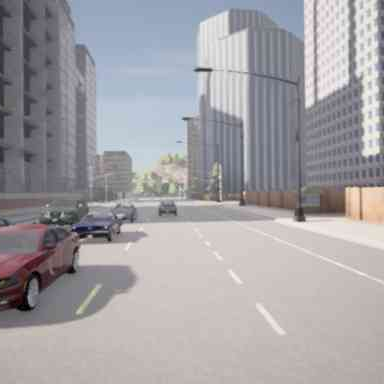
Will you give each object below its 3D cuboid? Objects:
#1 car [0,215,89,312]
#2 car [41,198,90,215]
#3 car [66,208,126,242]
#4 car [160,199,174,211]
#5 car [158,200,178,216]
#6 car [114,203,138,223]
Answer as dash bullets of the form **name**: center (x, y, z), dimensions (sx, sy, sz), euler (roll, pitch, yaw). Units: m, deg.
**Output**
- **car**: center (-4.148, 1.566, 8.073), dimensions (1.882, 1.535, 5.008), euler (-1, 0, -4)
- **car**: center (-8.836, 1.445, 23.711), dimensions (2.150, 2.045, 5.566), euler (-1, -1, -4)
- **car**: center (-4.858, 1.745, 17.502), dimensions (1.895, 1.301, 4.718), euler (-1, 0, -4)
- **car**: center (-3.430, 1.801, 46.406), dimensions (1.812, 1.442, 4.674), euler (-1, 0, -4)
- **car**: center (-2.511, 1.698, 34.780), dimensions (2.128, 1.511, 4.902), euler (-1, 0, -4)
- **car**: center (-5.619, 1.697, 27.744), dimensions (2.128, 1.511, 4.902), euler (-1, 0, -4)
